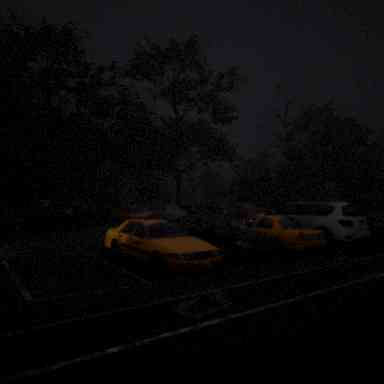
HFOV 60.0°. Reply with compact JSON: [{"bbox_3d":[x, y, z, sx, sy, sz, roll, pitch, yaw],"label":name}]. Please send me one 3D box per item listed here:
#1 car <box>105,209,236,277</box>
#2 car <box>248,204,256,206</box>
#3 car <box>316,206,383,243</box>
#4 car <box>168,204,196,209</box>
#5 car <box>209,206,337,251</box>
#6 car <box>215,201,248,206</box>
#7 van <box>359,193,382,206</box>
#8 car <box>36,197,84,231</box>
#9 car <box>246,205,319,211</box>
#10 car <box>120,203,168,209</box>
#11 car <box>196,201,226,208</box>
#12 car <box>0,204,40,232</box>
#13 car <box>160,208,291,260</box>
[{"bbox_3d":[-1.177,1.570,10.979,1.946,1.575,5.366,1,-1,-35],"label":"car"},{"bbox_3d":[4.661,1.810,31.347,2.097,1.535,5.008,1,-1,-35],"label":"car"},{"bbox_3d":[10.065,1.805,19.119,2.163,1.488,4.792,1,-1,-35],"label":"car"},{"bbox_3d":[-2.025,1.731,26.622,2.002,1.452,4.674,1,-1,-35],"label":"car"},{"bbox_3d":[3.142,1.651,14.487,1.946,1.575,5.366,1,-1,-35],"label":"car"},{"bbox_3d":[2.379,1.645,29.778,2.185,1.767,4.553,1,-1,-35],"label":"car"},{"bbox_3d":[26.706,1.198,47.109,1.878,1.987,4.442,0,1,-35],"label":"van"},{"bbox_3d":[-8.824,1.318,21.853,2.435,2.045,5.566,1,-1,-35],"label":"car"},{"bbox_3d":[5.588,1.808,21.427,5.357,1.411,2.033,1,-1,-35],"label":"car"},{"bbox_3d":[-4.180,1.647,24.874,1.946,1.575,5.366,1,-1,-35],"label":"car"},{"bbox_3d":[0.252,1.761,28.200,2.163,1.488,4.792,1,-1,-35],"label":"car"},{"bbox_3d":[-11.055,1.558,20.206,2.163,1.488,4.792,1,-1,-35],"label":"car"},{"bbox_3d":[0.978,1.614,12.737,2.231,1.521,4.892,1,-1,-35],"label":"car"}]
